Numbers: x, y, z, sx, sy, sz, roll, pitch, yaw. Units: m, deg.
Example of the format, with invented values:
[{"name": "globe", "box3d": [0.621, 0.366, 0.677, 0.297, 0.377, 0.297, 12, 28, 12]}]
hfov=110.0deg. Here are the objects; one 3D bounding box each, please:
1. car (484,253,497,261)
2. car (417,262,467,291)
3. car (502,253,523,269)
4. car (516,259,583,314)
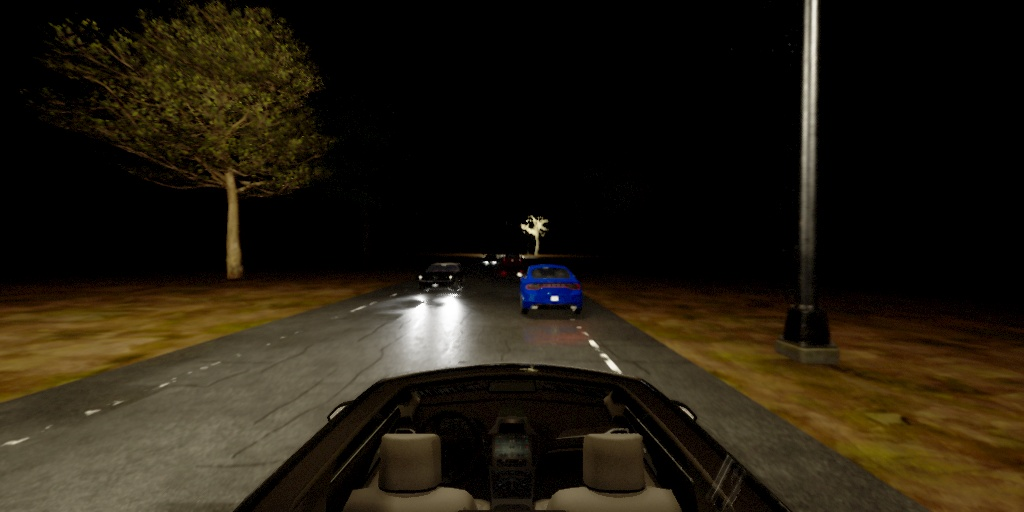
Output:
[{"name": "car", "box3d": [-3.543, 0.206, 60.283, 1.994, 1.385, 4.181, 0, 1, 1]}, {"name": "car", "box3d": [-3.593, 1.033, 19.027, 1.895, 1.301, 4.718, 0, 1, 0]}, {"name": "car", "box3d": [0.043, 0.425, 38.074, 2.097, 1.767, 4.553, 0, 1, 0]}, {"name": "car", "box3d": [1.223, 1.027, 12.779, 1.882, 1.535, 5.008, 0, 1, 0]}]
